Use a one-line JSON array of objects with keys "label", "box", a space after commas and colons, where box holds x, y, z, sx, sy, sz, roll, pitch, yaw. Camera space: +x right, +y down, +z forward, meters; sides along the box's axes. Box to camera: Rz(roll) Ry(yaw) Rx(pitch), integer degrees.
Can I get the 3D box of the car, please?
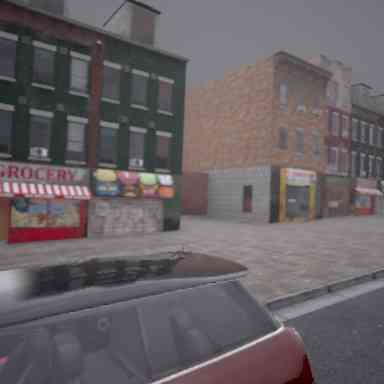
[{"label": "car", "box": [-1.240, 1.351, 2.185, 4.553, 1.767, 2.097, 0, 0, -35]}]
